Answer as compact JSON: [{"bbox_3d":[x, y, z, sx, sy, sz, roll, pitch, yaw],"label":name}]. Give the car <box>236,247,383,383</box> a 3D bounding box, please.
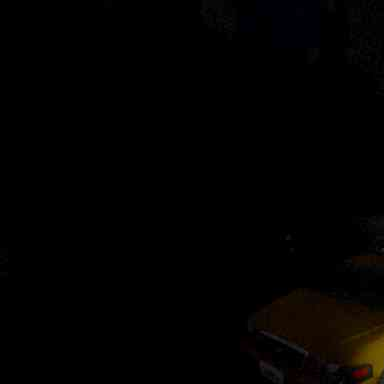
[{"bbox_3d":[2.773,1.524,4.777,4.829,1.417,1.752,0,1,-35],"label":"car"}]
